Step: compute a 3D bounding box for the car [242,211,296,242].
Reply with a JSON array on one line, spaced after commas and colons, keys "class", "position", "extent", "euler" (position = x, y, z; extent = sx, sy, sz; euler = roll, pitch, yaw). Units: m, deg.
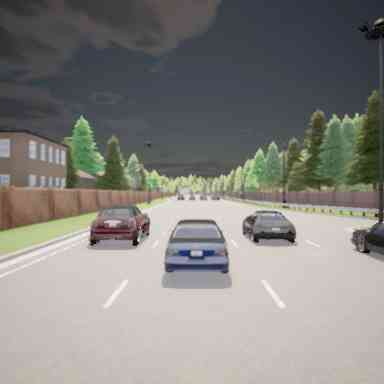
[{"class": "car", "position": [3.722, 1.621, 16.662], "extent": [1.994, 1.385, 4.181], "euler": [0, 0, 0]}]

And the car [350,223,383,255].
[{"class": "car", "position": [7.160, 1.585, 10.746], "extent": [2.033, 1.411, 5.357], "euler": [0, 0, 1]}]

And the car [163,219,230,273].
[{"class": "car", "position": [0.160, 1.584, 10.802], "extent": [2.033, 1.411, 5.357], "euler": [0, 0, 1]}]

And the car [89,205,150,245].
[{"class": "car", "position": [-3.281, 1.403, 15.980], "extent": [2.097, 1.767, 4.553], "euler": [0, 0, 0]}]
